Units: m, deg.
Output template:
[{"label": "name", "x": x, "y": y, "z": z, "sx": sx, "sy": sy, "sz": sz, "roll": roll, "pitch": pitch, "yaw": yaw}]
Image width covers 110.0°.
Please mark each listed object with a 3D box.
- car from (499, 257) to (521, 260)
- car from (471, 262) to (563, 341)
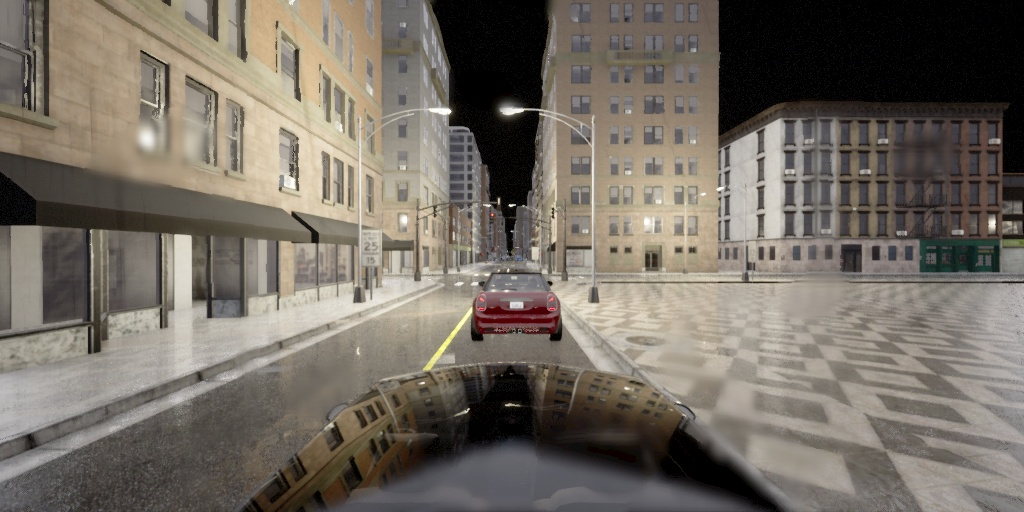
[{"label": "car", "x": 0.056, "y": 1.100, "z": 19.831, "sx": 2.097, "sy": 1.767, "sz": 4.553, "roll": 0, "pitch": 0, "yaw": -1}, {"label": "car", "x": 0.105, "y": 1.101, "z": 10.015, "sx": 2.097, "sy": 1.767, "sz": 4.553, "roll": 0, "pitch": 0, "yaw": 0}]
